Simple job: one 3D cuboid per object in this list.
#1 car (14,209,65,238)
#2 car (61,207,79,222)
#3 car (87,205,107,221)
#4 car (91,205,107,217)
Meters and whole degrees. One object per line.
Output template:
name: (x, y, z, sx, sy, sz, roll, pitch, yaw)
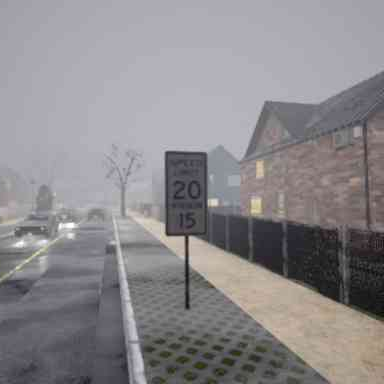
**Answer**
car: (-9.818, 2.058, 21.469, 2.033, 1.411, 5.357, 0, -1, -13)
car: (-13.082, 2.342, 35.045, 2.128, 1.511, 4.902, 0, -1, -13)
car: (-10.749, 2.408, 37.538, 1.837, 1.490, 4.892, 0, -1, -13)
car: (-13.227, 2.644, 47.526, 1.882, 1.535, 5.008, 0, -2, -13)
